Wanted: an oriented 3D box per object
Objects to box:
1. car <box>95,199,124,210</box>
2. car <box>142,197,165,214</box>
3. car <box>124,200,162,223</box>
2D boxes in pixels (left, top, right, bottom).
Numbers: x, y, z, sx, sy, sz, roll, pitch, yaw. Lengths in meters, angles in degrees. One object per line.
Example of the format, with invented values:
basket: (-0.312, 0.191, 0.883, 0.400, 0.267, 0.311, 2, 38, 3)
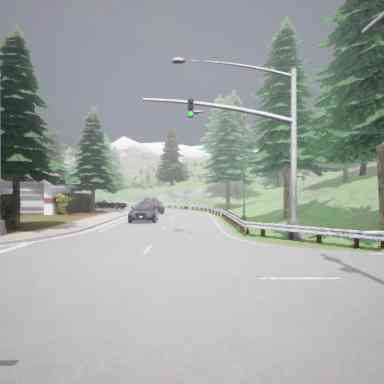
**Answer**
car: (-10.827, 1.607, 43.056, 4.718, 1.301, 1.895, 0, 0, 15)
car: (-4.355, 1.351, 35.232, 2.097, 1.767, 4.553, 0, 0, -18)
car: (-3.650, 1.563, 25.431, 1.994, 1.385, 4.181, 0, 0, -1)
